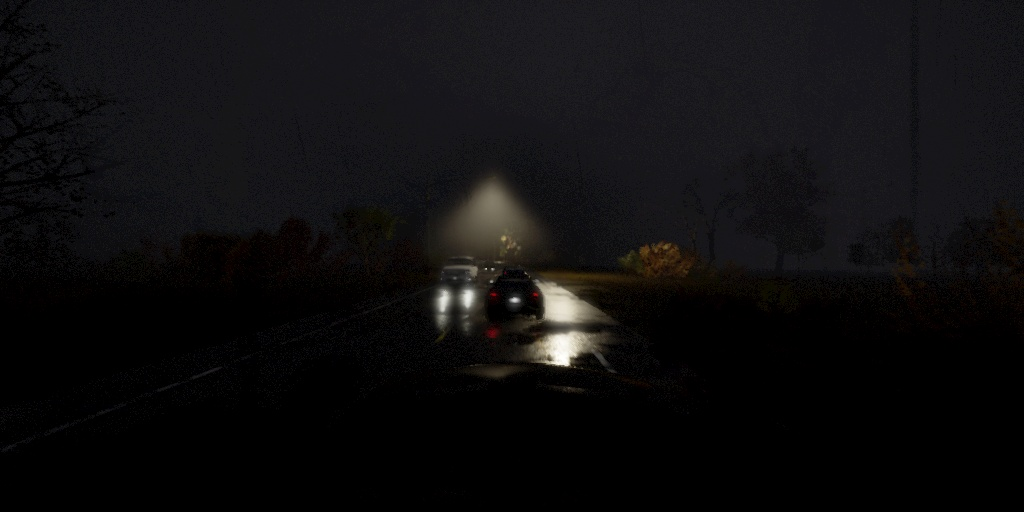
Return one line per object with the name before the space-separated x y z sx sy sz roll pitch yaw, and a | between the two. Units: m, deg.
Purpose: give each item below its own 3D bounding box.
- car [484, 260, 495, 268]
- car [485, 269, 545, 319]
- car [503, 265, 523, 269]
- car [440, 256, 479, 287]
car | -4.076 1.488 65.348 2.033 1.411 5.357 0 0 -2
car | 0.097 1.346 13.043 1.994 1.385 4.181 0 0 0
car | 0.093 1.445 32.147 1.895 1.301 4.718 0 0 0
car | -3.605 1.042 25.425 2.150 2.045 5.566 0 0 0
